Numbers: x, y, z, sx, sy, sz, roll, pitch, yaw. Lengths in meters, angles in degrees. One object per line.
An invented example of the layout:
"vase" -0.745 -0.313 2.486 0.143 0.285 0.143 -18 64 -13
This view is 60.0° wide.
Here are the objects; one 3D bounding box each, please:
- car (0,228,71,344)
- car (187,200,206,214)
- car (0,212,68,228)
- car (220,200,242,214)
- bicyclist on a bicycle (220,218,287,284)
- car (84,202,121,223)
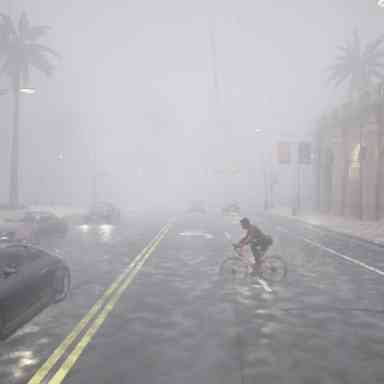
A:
"car" -3.579 1.564 5.408 1.994 1.385 4.181 0 0 0
"car" 0.436 1.547 34.867 2.033 1.411 5.357 0 0 1
"car" -7.022 1.564 14.531 1.994 1.385 4.181 0 0 1
"car" 3.970 1.526 34.847 1.812 1.442 4.674 0 0 2
"bicyclist on a bicycle" 1.486 1.455 8.113 1.656 1.620 0.582 -2 0 0
"car" -6.783 1.526 25.700 1.812 1.442 4.674 0 0 1
